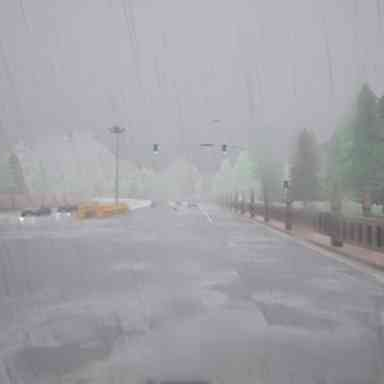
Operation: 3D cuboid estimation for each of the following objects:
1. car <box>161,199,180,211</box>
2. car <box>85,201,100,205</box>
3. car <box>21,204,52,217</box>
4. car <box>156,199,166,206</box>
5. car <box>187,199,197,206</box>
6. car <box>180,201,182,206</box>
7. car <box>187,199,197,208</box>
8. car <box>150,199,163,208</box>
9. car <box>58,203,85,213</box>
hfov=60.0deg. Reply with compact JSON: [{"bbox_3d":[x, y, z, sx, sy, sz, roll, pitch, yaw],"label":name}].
[{"bbox_3d":[-3.396,2.232,53.349,1.812,1.442,4.674,0,-1,0],"label":"car"},{"bbox_3d":[-17.517,2.318,58.247,2.033,1.411,5.357,0,-1,1],"label":"car"},{"bbox_3d":[-17.569,2.064,37.743,1.994,1.385,4.181,0,-1,0],"label":"car"},{"bbox_3d":[-6.975,2.338,75.971,1.837,1.490,4.892,0,-1,0],"label":"car"},{"bbox_3d":[0.025,2.377,75.968,2.033,1.411,5.357,0,-1,0],"label":"car"},{"bbox_3d":[-3.475,2.363,76.181,2.097,1.767,4.553,0,-1,0],"label":"car"},{"bbox_3d":[0.021,2.415,65.546,2.033,1.411,5.357,0,-1,0],"label":"car"},{"bbox_3d":[-6.978,2.225,65.938,2.097,1.767,4.553,0,-1,0],"label":"car"},{"bbox_3d":[-17.558,2.234,47.845,1.895,1.301,4.718,0,-1,0],"label":"car"}]
